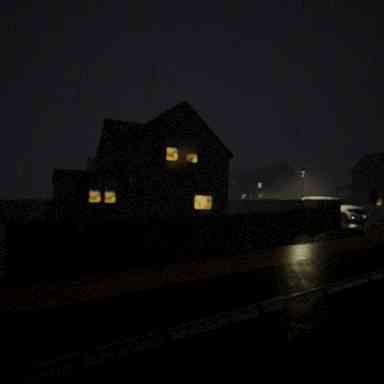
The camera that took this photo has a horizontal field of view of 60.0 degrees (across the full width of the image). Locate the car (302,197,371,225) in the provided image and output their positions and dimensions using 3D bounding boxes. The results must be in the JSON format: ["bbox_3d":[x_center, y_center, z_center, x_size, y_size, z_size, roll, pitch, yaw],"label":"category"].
[{"bbox_3d":[10.731,1.409,25.642,2.150,2.045,5.566,3,-2,-29],"label":"car"}]
